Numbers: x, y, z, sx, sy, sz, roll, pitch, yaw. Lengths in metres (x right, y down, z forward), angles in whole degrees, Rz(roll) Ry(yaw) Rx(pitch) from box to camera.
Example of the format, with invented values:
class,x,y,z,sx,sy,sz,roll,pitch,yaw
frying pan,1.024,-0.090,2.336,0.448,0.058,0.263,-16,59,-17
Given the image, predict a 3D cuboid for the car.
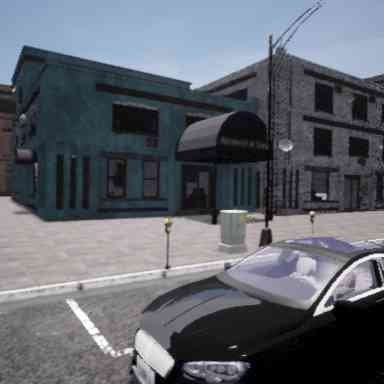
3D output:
class,x,y,z,sx,sy,sz,roll,pitch,yaw
car,1.635,1.426,4.417,4.902,1.511,2.128,0,1,-32
